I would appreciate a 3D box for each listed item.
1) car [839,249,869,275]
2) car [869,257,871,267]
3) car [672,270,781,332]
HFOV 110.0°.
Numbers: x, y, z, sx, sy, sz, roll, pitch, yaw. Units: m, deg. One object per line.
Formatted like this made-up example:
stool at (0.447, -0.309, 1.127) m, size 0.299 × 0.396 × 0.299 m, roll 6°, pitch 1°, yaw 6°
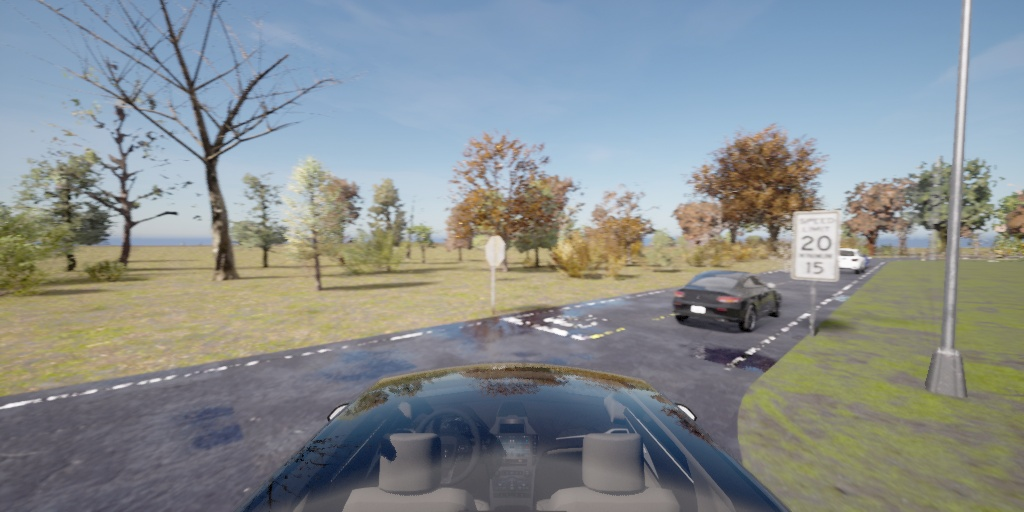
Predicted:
car at (28.586, 0.420, 30.742) m, size 5.566 × 2.045 × 2.150 m, roll -1°, pitch 3°, yaw -41°
car at (37.007, 0.507, 38.495) m, size 5.008 × 1.535 × 1.882 m, roll -1°, pitch 3°, yaw -42°
car at (6.329, 1.137, 10.464) m, size 4.674 × 1.442 × 1.812 m, roll -1°, pitch 3°, yaw -42°
